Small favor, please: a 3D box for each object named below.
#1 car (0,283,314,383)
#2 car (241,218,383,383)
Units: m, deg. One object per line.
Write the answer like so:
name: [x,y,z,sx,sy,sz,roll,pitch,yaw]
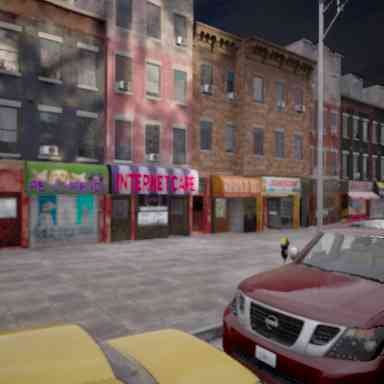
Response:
car: [-1.634,1.521,1.662,4.829,1.417,1.752,1,0,-35]
car: [2.793,1.361,4.824,5.009,1.841,2.192,1,0,-35]
